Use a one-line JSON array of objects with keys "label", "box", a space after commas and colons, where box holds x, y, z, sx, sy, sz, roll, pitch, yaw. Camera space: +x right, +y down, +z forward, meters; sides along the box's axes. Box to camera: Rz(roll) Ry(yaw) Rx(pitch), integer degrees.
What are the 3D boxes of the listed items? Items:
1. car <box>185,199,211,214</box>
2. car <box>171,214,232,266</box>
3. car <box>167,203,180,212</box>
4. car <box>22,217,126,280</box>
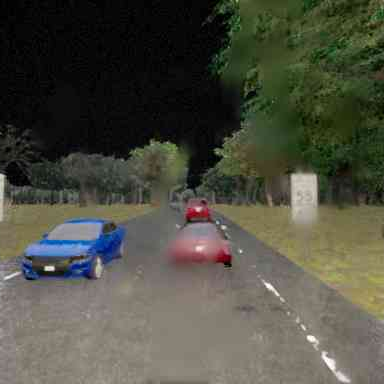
[{"label": "car", "box": [0.560, 1.652, 30.578, 2.150, 2.045, 5.566, 0, -1, 1]}, {"label": "car", "box": [0.320, 1.711, 12.075, 1.994, 1.385, 4.181, 0, -1, 1]}, {"label": "car", "box": [-2.833, 2.379, 51.625, 2.033, 1.411, 5.357, 0, -1, 1]}, {"label": "car", "box": [-3.401, 1.602, 10.520, 1.882, 1.535, 5.008, 0, -1, 1]}]
